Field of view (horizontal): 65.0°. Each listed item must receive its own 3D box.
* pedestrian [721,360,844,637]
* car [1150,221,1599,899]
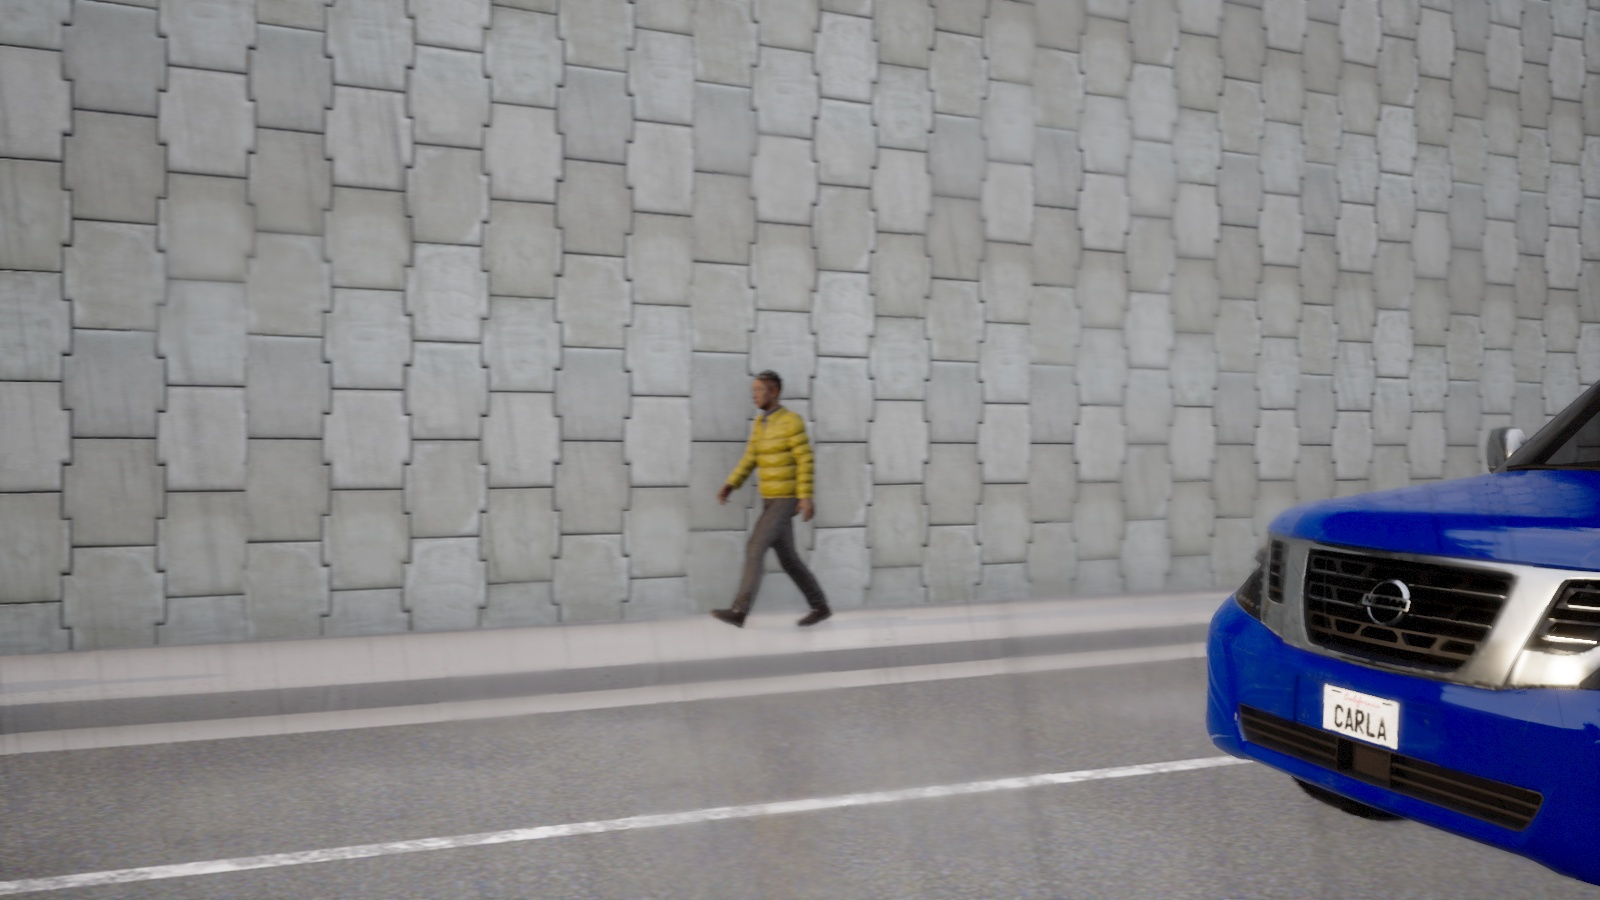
[{"bbox_3d":[-0.121,0.313,8.678,0.709,1.840,0.431,-1,1,-27],"label":"pedestrian"},{"bbox_3d":[4.355,0.390,4.912,5.566,2.045,2.150,-1,1,-21],"label":"car"}]
